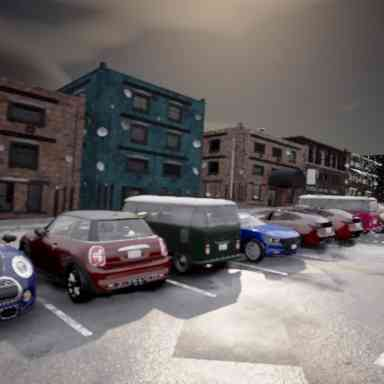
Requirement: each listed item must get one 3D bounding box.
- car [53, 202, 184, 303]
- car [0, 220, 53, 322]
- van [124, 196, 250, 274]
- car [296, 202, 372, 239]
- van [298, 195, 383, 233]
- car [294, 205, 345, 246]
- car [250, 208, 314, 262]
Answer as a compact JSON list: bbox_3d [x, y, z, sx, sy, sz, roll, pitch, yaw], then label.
[{"bbox_3d":[-2.609,1.232,8.258,2.185,1.767,4.553,0,1,-43],"label":"car"},{"bbox_3d":[-4.697,1.218,6.386,2.185,1.767,4.553,0,1,-43],"label":"car"},{"bbox_3d":[-0.664,1.143,10.283,1.878,1.987,4.442,0,1,-43],"label":"van"},{"bbox_3d":[5.525,1.438,15.975,2.163,1.488,4.792,0,1,-43],"label":"car"},{"bbox_3d":[7.514,1.195,17.954,1.878,1.987,4.442,0,1,-43],"label":"van"},{"bbox_3d":[3.481,1.425,14.057,2.163,1.488,4.792,0,1,-43],"label":"car"},{"bbox_3d":[1.453,1.383,12.122,2.097,1.535,5.008,0,1,-43],"label":"car"}]
